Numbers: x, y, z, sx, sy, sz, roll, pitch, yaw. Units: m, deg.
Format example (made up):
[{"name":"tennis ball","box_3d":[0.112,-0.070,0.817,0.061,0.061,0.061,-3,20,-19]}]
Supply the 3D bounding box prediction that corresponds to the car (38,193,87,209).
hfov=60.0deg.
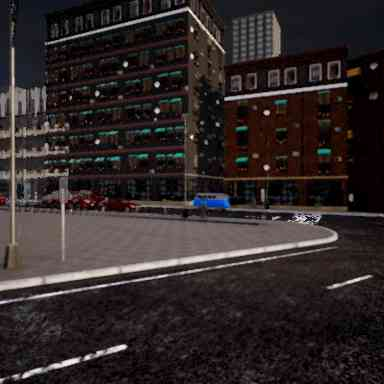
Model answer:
[{"name":"car","box_3d":[-14.182,0.932,36.437,4.902,1.511,2.128,1,1,24]}]

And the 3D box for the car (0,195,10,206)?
[{"name":"car","box_3d":[-22.015,0.850,37.090,4.507,1.381,1.887,1,-1,24]}]

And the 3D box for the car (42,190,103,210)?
[{"name":"car","box_3d":[-11.710,0.833,32.520,5.009,1.841,2.192,1,-1,24]}]

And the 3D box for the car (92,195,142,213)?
[{"name":"car","box_3d":[-6.569,1.203,30.233,4.206,1.307,1.802,1,-1,24]}]

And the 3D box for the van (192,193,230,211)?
[{"name":"van","box_3d":[2.077,1.054,35.568,3.998,1.788,1.690,1,-1,24]}]
